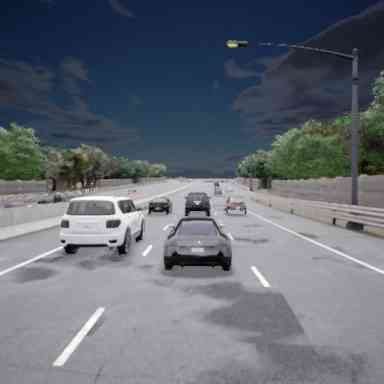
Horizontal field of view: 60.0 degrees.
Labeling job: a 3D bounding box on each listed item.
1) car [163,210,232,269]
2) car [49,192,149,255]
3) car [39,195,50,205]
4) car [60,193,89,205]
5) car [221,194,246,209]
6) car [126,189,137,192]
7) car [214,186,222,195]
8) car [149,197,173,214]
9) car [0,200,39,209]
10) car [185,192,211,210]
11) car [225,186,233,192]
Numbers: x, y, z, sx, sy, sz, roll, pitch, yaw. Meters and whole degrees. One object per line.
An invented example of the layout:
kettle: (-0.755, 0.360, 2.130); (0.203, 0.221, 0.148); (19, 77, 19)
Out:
car: (0.174, 1.529, 11.013); (1.994, 1.385, 4.181); (0, 0, 1)
car: (-3.306, 1.171, 13.248); (2.150, 2.045, 5.566); (0, 0, 1)
car: (-20.061, 1.059, 47.202); (1.994, 1.385, 4.181); (0, 1, 3)
car: (-16.563, 0.985, 47.160); (2.128, 1.511, 4.902); (0, 1, 3)
car: (3.922, 1.149, 30.527); (1.812, 1.442, 4.674); (0, 1, 1)
car: (-12.087, 0.254, 66.421); (2.097, 1.767, 4.553); (0, 2, 3)
car: (6.341, -0.120, 80.653); (2.033, 1.411, 5.357); (0, 2, 4)
car: (-2.935, 1.256, 31.686); (1.882, 1.535, 5.008); (0, 1, 2)
car: (-13.803, 1.448, 25.111); (1.895, 1.301, 4.718); (0, 1, 1)
car: (0.515, 1.021, 29.906); (2.150, 2.045, 5.566); (0, 1, 2)
car: (10.468, -0.664, 91.984); (1.812, 1.442, 4.674); (0, 3, 5)
